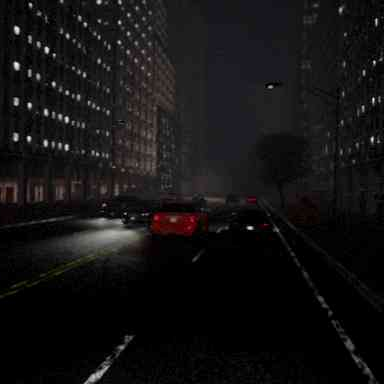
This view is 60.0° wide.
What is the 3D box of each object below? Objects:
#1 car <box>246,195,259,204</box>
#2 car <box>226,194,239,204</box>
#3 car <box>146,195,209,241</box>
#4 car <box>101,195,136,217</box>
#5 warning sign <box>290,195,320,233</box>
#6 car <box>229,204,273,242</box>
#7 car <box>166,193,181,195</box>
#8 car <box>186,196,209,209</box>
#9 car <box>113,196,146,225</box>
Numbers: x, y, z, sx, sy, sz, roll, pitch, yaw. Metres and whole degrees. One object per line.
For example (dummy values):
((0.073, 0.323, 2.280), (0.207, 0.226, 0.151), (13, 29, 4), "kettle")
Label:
((9.752, 1.329, 54.027), (1.837, 1.490, 4.892), (1, 0, 10), "car")
((7.004, 1.088, 57.048), (2.097, 1.767, 4.553), (1, 1, 10), "car")
((-0.414, 1.220, 16.342), (2.097, 1.767, 4.553), (1, 0, 10), "car")
((-5.390, 1.019, 26.348), (2.097, 1.767, 4.553), (2, 0, 10), "car")
((5.910, 1.132, 17.468), (1.300, 1.860, 1.060), (2, 2, 10), "warning sign")
((2.875, 1.515, 16.294), (1.994, 1.385, 4.181), (1, 1, 10), "car")
((-2.433, 0.750, 42.031), (1.882, 1.535, 5.008), (1, 0, 10), "car")
((0.753, 1.270, 41.457), (2.033, 1.411, 5.357), (1, 0, 10), "car")
((-2.964, 1.256, 21.590), (2.128, 1.511, 4.902), (1, 0, 10), "car")
